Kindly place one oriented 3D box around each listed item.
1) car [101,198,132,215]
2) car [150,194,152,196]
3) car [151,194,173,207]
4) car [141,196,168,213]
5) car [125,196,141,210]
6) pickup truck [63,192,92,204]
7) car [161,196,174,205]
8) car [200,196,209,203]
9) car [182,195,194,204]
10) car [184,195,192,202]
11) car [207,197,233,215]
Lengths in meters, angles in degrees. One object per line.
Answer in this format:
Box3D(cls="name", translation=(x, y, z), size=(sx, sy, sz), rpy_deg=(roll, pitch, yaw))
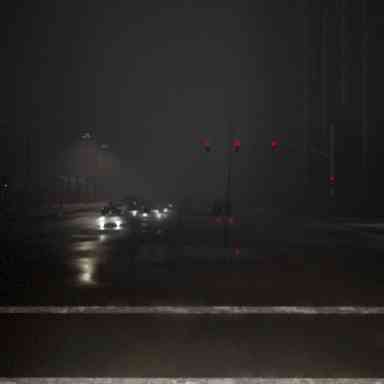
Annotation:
Box3D(cls="car", translation=(-7.612, 1.579, 33.114), size=(1.895, 1.301, 4.718), rpy_deg=(0, 0, -1))
Box3D(cls="car", translation=(-7.814, 1.512, 52.873), size=(2.033, 1.411, 5.357), rpy_deg=(0, 0, 0))
Box3D(cls="car", translation=(-4.253, 1.460, 47.281), size=(2.128, 1.511, 4.902), rpy_deg=(0, 0, 0))
Box3D(cls="car", translation=(-4.165, 1.501, 37.254), size=(1.812, 1.442, 4.674), rpy_deg=(0, 0, 2))
Box3D(cls="car", translation=(-7.706, 1.324, 41.884), size=(2.097, 1.767, 4.553), rpy_deg=(0, 0, 0))
Box3D(cls="pickup truck", translation=(-20.918, 1.019, 60.091), size=(2.390, 2.098, 6.274), rpy_deg=(0, 0, 30))
Box3D(cls="car", translation=(-4.344, 1.508, 59.538), size=(2.033, 1.411, 5.357), rpy_deg=(0, 0, 0))
Box3D(cls="car", translation=(2.652, 1.482, 65.461), size=(1.812, 1.442, 4.674), rpy_deg=(0, 0, -1))
Box3D(cls="car", translation=(-0.713, 1.315, 61.867), size=(2.097, 1.767, 4.553), rpy_deg=(0, 0, -1))
Box3D(cls="car", translation=(-0.947, 1.428, 75.459), size=(1.882, 1.535, 5.008), rpy_deg=(0, 0, -1))
Box3D(cls="car", translation=(3.001, 1.469, 33.983), size=(2.128, 1.511, 4.902), rpy_deg=(0, 0, 0))
